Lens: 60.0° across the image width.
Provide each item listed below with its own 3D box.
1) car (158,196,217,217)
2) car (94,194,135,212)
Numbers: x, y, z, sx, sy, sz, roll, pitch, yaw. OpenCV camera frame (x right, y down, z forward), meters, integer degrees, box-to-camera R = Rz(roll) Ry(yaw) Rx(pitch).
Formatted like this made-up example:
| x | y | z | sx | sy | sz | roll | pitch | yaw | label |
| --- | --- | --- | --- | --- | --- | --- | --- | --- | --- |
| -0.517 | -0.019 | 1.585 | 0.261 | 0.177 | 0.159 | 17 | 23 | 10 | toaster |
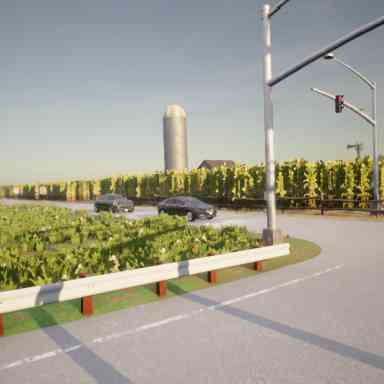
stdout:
| x | y | z | sx | sy | sz | roll | pitch | yaw | label |
| --- | --- | --- | --- | --- | --- | --- | --- | --- | --- |
| -0.430 | 1.080 | 22.233 | 1.837 | 1.490 | 4.892 | -3 | 2 | -40 | car |
| -7.070 | 0.967 | 30.048 | 2.097 | 1.767 | 4.553 | -3 | 2 | -40 | car |
